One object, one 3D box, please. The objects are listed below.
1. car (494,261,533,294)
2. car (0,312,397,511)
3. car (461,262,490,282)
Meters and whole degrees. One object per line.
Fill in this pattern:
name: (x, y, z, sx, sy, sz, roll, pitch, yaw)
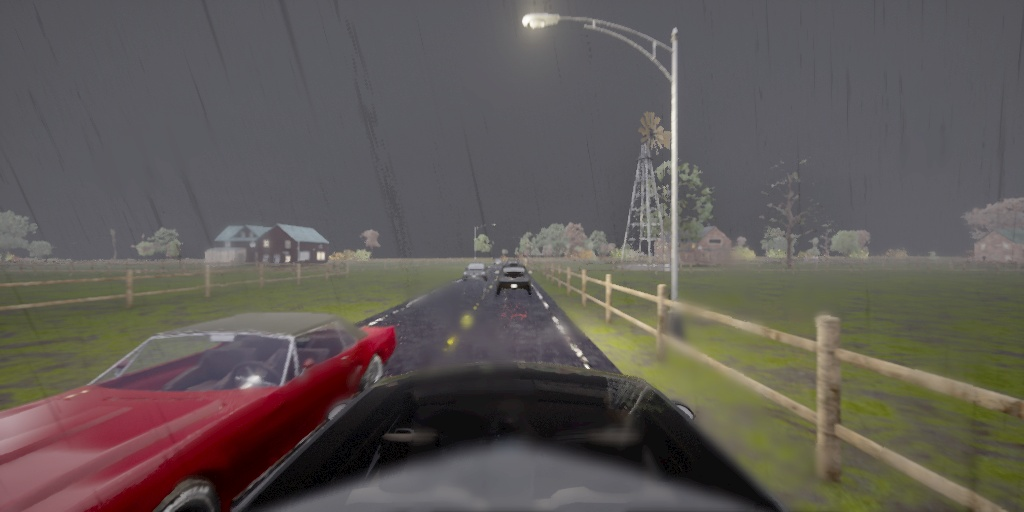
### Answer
car: (0.104, 1.239, 20.233, 1.837, 1.490, 4.892, 0, 0, 0)
car: (-2.814, 1.350, 3.619, 1.895, 1.301, 4.718, 0, 0, 0)
car: (-2.837, 1.251, 29.025, 1.812, 1.442, 4.674, 0, 0, 0)
